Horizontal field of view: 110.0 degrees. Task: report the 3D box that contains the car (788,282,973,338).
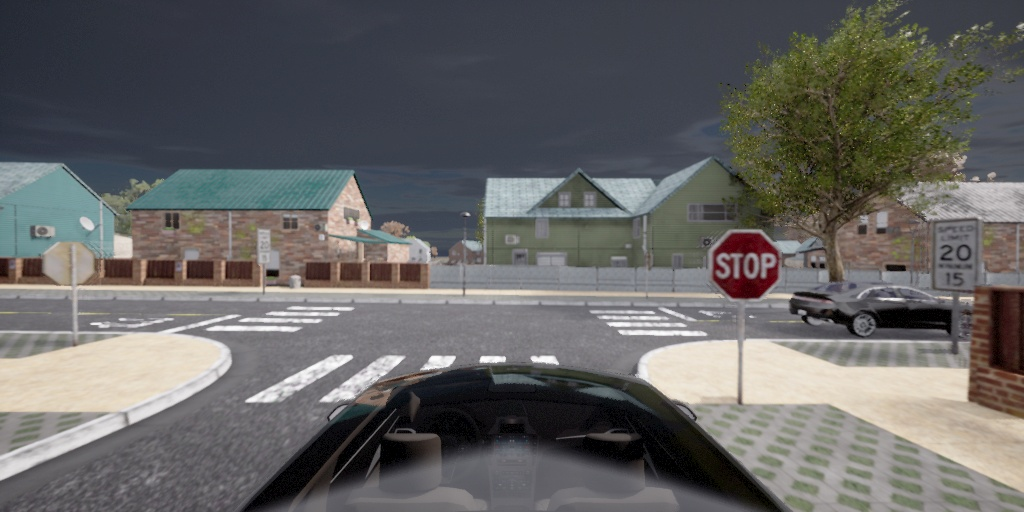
[{"bbox_3d":[11.292,1.553,10.993,4.902,1.511,2.128,1,1,-1],"label":"car"}]
